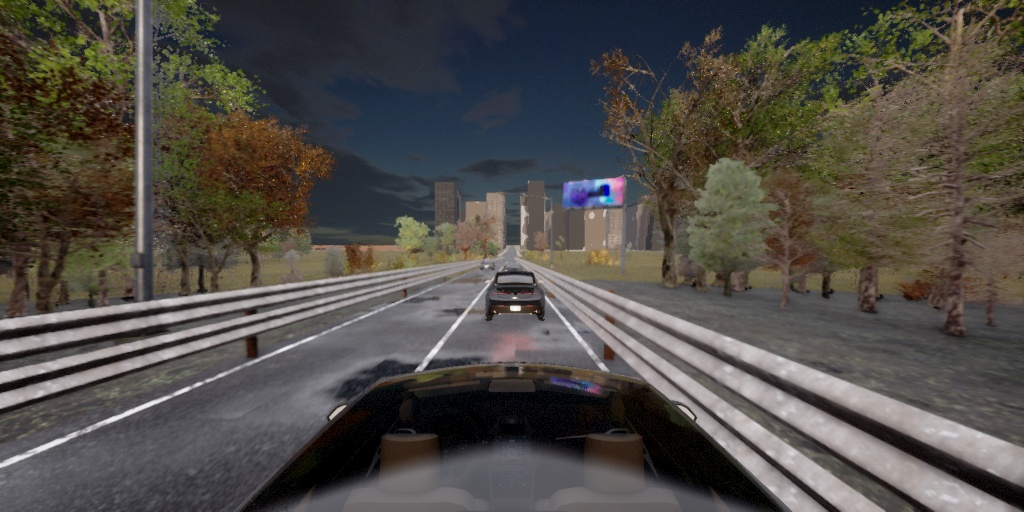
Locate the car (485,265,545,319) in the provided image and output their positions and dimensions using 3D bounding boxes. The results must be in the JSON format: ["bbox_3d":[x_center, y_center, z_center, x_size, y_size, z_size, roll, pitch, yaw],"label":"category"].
[{"bbox_3d":[0.098,1.251,12.672,1.837,1.490,4.892,0,0,0],"label":"car"}]

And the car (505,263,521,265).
[{"bbox_3d":[0.083,1.339,33.741,1.895,1.301,4.718,0,0,0],"label":"car"}]

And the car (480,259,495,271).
[{"bbox_3d":[-3.297,1.226,48.898,2.128,1.511,4.902,0,0,0],"label":"car"}]
